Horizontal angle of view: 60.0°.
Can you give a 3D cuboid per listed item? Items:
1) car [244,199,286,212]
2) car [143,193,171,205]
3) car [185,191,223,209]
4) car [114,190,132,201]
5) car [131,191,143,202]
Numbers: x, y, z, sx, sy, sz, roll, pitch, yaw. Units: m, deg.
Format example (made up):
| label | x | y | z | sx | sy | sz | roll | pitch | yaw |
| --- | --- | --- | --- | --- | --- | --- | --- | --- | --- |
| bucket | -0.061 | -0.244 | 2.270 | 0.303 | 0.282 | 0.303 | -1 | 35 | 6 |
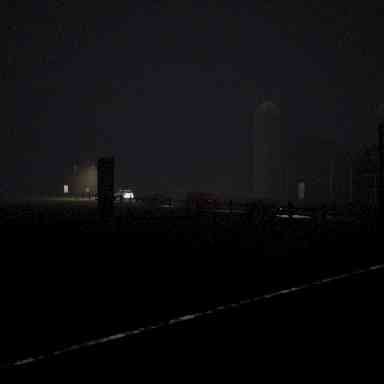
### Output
| label | x | y | z | sx | sy | sz | roll | pitch | yaw |
| --- | --- | --- | --- | --- | --- | --- | --- | --- | --- |
| car | 7.077 | 1.365 | 32.465 | 1.994 | 1.385 | 4.181 | -1 | 1 | -36 |
| car | -4.908 | 0.959 | 49.155 | 2.097 | 1.767 | 4.553 | -1 | 1 | -35 |
| car | 1.392 | 0.934 | 40.351 | 2.150 | 2.045 | 5.566 | -1 | 1 | -36 |
| car | -13.615 | 0.621 | 66.055 | 2.150 | 2.045 | 5.566 | -1 | 1 | -36 |
| car | -8.284 | 0.981 | 58.698 | 2.128 | 1.511 | 4.902 | -1 | 1 | -36 |
